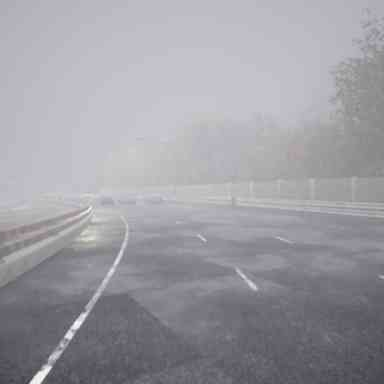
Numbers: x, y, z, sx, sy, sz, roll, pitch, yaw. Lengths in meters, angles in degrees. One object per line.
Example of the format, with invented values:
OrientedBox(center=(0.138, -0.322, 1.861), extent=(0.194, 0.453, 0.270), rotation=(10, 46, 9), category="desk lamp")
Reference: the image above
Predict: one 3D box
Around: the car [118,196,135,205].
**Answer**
OrientedBox(center=(-10.484, 1.338, 52.525), extent=(1.994, 1.385, 4.181), rotation=(0, 0, -29), category="car")

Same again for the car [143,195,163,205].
OrientedBox(center=(-6.094, 1.246, 51.787), extent=(2.128, 1.511, 4.902), rotation=(0, 0, -28), category="car")

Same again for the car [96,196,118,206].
OrientedBox(center=(-13.175, 1.306, 50.204), extent=(1.837, 1.490, 4.892), rotation=(0, 0, -29), category="car")
